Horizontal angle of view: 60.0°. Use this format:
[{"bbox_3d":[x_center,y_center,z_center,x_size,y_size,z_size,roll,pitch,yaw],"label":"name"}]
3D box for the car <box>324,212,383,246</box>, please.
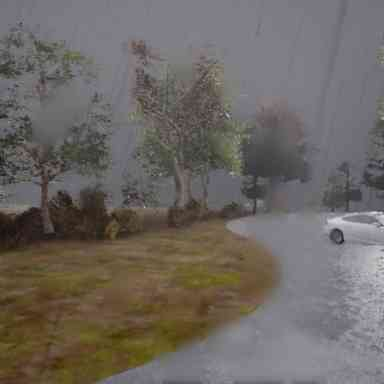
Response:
[{"bbox_3d":[7.691,1.574,13.782,1.812,1.442,4.674,0,0,-28],"label":"car"}]
